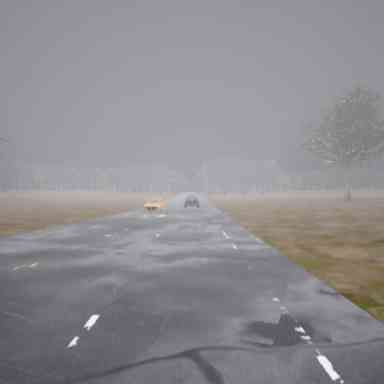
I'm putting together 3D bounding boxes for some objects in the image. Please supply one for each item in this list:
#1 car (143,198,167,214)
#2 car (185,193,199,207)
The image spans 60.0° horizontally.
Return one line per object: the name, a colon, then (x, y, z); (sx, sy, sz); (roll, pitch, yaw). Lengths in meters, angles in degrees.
car: (-3.870, 1.430, 35.734); (1.882, 1.535, 5.008); (0, 0, 5)
car: (-0.003, 1.268, 49.689); (2.097, 1.767, 4.553); (0, 0, 0)
